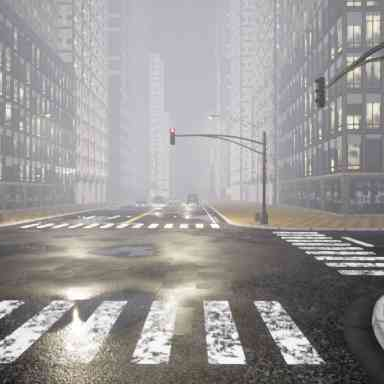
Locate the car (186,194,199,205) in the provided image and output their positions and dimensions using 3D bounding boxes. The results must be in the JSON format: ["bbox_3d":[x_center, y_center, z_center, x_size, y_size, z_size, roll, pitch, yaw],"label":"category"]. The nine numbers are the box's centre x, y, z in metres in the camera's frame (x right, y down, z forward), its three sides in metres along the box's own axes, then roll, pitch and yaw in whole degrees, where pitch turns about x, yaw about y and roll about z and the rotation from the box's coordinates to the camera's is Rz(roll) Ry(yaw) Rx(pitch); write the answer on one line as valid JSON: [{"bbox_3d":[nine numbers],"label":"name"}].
[{"bbox_3d":[0.115,1.323,60.229,2.150,2.045,5.566,0,0,0],"label":"car"}]

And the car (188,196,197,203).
[{"bbox_3d":[0.134,1.541,70.616,1.994,1.385,4.181,0,0,0],"label":"car"}]

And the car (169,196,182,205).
[{"bbox_3d":[-3.136,1.702,60.233,1.895,1.301,4.718,0,0,0],"label":"car"}]

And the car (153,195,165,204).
[{"bbox_3d":[-6.378,1.468,64.409,2.097,1.767,4.553,0,0,0],"label":"car"}]

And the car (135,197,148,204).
[{"bbox_3d":[-9.628,1.664,64.384,2.033,1.411,5.357,0,0,0],"label":"car"}]

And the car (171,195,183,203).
[{"bbox_3d":[-3.117,1.495,70.205,2.128,1.511,4.902,0,0,0],"label":"car"}]
